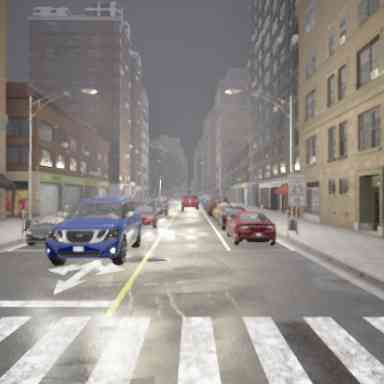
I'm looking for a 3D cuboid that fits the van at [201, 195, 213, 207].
[{"bbox_3d":[2.363,1.393,53.822,1.690,1.788,3.998,0,0,0],"label":"van"}]

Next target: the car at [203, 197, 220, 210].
[{"bbox_3d":[2.428,1.467,42.807,1.967,1.590,4.097,0,0,0],"label":"car"}]

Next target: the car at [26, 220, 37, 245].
[{"bbox_3d":[-5.934,1.552,15.225,2.008,1.369,4.403,0,0,0],"label":"car"}]

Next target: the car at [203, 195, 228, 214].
[{"bbox_3d":[2.494,1.324,31.793,2.192,1.841,5.009,0,0,0],"label":"car"}]

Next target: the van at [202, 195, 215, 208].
[{"bbox_3d":[2.396,1.380,48.315,1.690,1.788,3.998,0,0,0],"label":"van"}]

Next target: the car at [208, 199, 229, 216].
[{"bbox_3d":[2.525,1.529,26.456,1.752,1.417,4.829,0,0,0],"label":"car"}]

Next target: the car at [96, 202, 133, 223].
[{"bbox_3d":[-5.999,1.551,26.241,1.887,1.381,4.507,0,0,0],"label":"car"}]

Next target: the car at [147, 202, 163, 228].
[{"bbox_3d":[-3.214,1.567,22.022,1.994,1.385,4.181,0,0,-1],"label":"car"}]

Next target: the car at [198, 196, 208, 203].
[{"bbox_3d":[2.264,1.652,70.345,2.008,1.369,4.403,0,0,0],"label":"car"}]

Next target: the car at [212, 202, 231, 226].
[{"bbox_3d":[2.559,1.565,20.779,1.947,1.339,4.313,0,0,0],"label":"car"}]

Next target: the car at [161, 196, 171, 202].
[{"bbox_3d":[-6.327,1.707,81.324,1.947,1.339,4.313,0,0,0],"label":"car"}]

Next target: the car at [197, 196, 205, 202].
[{"bbox_3d":[2.198,1.664,81.529,1.752,1.417,4.829,0,0,0],"label":"car"}]

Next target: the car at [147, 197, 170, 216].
[{"bbox_3d":[-3.182,1.504,32.207,2.128,1.511,4.902,0,0,0],"label":"car"}]

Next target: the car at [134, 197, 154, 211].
[{"bbox_3d":[-6.097,1.470,42.765,1.967,1.590,4.097,0,0,0],"label":"car"}]

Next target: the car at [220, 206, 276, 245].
[{"bbox_3d":[2.591,1.542,15.272,1.887,1.381,4.507,0,0,0],"label":"car"}]

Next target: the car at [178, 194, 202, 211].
[{"bbox_3d":[-0.239,1.248,42.015,2.150,2.045,5.566,0,0,0],"label":"car"}]

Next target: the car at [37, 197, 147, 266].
[{"bbox_3d":[-3.160,1.221,11.966,2.150,2.045,5.566,0,0,0],"label":"car"}]

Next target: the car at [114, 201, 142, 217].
[{"bbox_3d":[-6.032,1.595,31.749,1.802,1.307,4.206,0,0,0],"label":"car"}]

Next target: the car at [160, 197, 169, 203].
[{"bbox_3d":[-6.294,1.704,75.816,1.802,1.307,4.206,0,0,0],"label":"car"}]

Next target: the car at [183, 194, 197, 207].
[{"bbox_3d":[-0.302,1.272,52.733,2.150,2.045,5.566,0,0,0],"label":"car"}]
